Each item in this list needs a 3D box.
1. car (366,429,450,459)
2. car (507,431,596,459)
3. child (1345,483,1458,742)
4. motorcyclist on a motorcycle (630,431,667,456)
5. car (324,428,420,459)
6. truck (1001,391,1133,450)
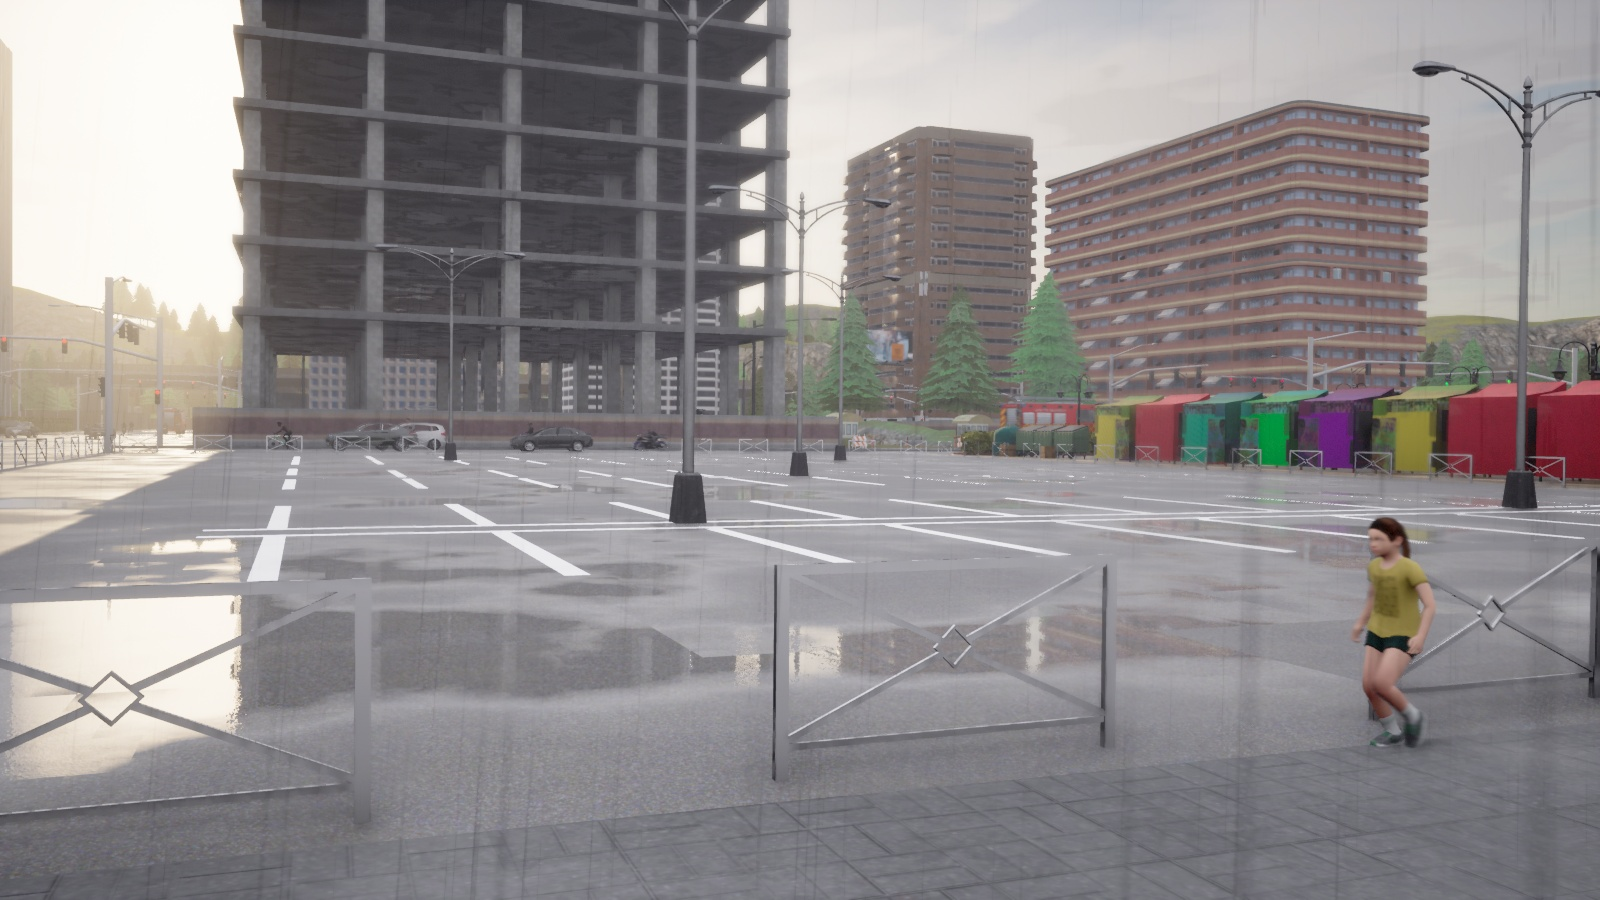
[{"bbox_3d":[-23.501,-0.382,75.183,4.611,1.667,2.242,-1,1,-22],"label":"car"},{"bbox_3d":[-14.815,-0.314,74.888,4.892,1.490,1.837,-2,1,-22],"label":"car"},{"bbox_3d":[2.712,0.715,5.668,0.394,1.110,0.255,-1,1,-20],"label":"child"},{"bbox_3d":[-9.715,-0.430,80.694,2.191,1.530,0.866,-1,1,-22],"label":"motorcyclist on a motorcycle"},{"bbox_3d":[-24.227,-0.374,71.120,5.027,1.651,2.152,-1,1,-22],"label":"car"},{"bbox_3d":[17.937,-1.986,84.194,8.468,3.827,2.891,-1,1,-22],"label":"truck"}]
